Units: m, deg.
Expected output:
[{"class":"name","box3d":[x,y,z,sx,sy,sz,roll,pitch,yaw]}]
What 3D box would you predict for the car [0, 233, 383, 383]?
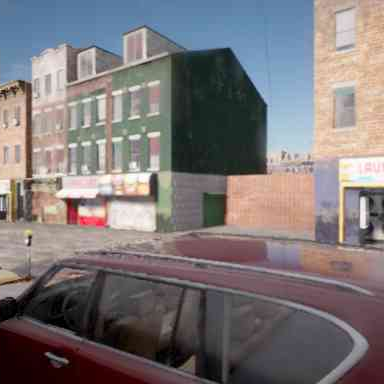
[{"class":"car","box3d":[-0.297,1.330,3.011,5.009,1.841,2.192,-1,0,36]}]
